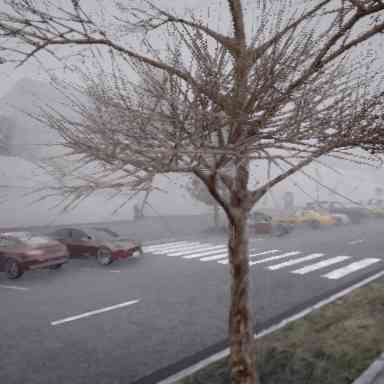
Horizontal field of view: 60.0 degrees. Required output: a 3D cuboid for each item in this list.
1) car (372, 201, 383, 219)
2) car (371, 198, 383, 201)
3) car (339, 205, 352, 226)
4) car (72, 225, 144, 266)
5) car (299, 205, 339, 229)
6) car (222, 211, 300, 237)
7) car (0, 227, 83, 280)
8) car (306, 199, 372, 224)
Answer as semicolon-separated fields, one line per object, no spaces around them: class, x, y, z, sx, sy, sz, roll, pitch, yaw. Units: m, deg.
car;17.613;2.051;34.674;5.366;1.575;1.946;-4;-3;26
car;19.590;1.789;36.840;5.566;2.045;2.435;-4;-2;26
car;10.906;2.157;28.560;4.674;1.452;2.002;-4;-3;26
car;-4.324;2.173;14.098;4.792;1.488;2.163;-4;-3;26
car;8.558;2.133;26.570;5.366;1.575;1.946;-4;-2;27
car;4.394;2.162;22.353;4.792;1.488;2.163;-4;-3;26
car;-6.530;2.188;12.037;4.674;1.452;2.002;-4;-3;26
car;13.107;1.855;30.626;5.566;2.045;2.435;-4;-3;27
